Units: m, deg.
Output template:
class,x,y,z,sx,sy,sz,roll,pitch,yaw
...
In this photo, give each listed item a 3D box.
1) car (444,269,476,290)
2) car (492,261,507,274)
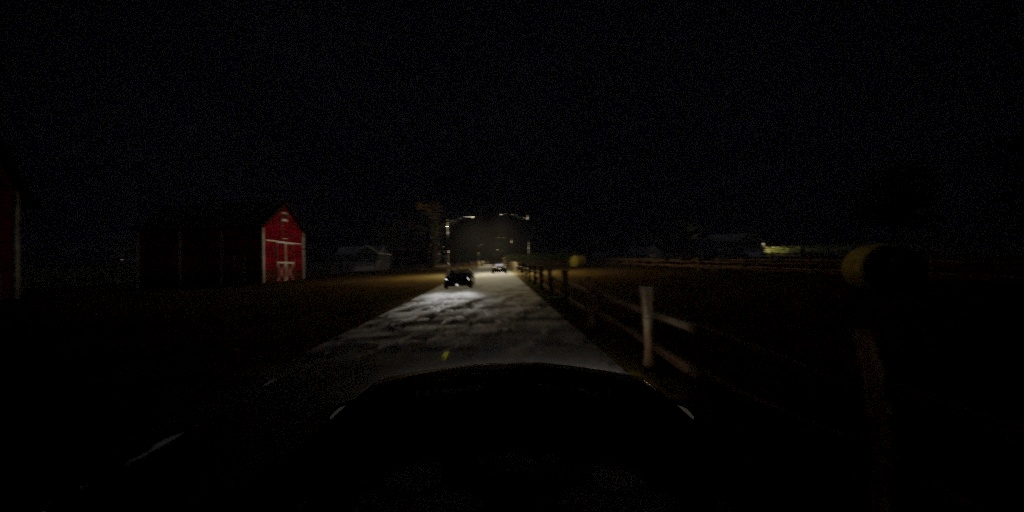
class,x,y,z,sx,sy,sz,roll,pitch,yaw
car,-3.653,1.585,25.481,1.895,1.301,4.718,-2,0,-2
car,-1.686,1.615,48.223,1.994,1.385,4.181,-2,0,-2
